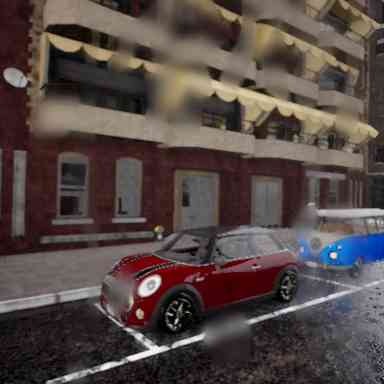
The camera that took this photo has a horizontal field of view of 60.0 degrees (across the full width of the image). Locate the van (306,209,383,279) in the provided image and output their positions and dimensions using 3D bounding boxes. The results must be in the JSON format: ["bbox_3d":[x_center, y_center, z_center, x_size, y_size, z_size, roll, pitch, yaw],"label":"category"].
[{"bbox_3d":[4.911,1.415,10.055,3.998,1.788,1.690,1,1,-36],"label":"van"}]

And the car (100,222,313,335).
[{"bbox_3d":[0.274,1.470,6.741,4.097,1.590,1.967,1,1,-36],"label":"car"}]
